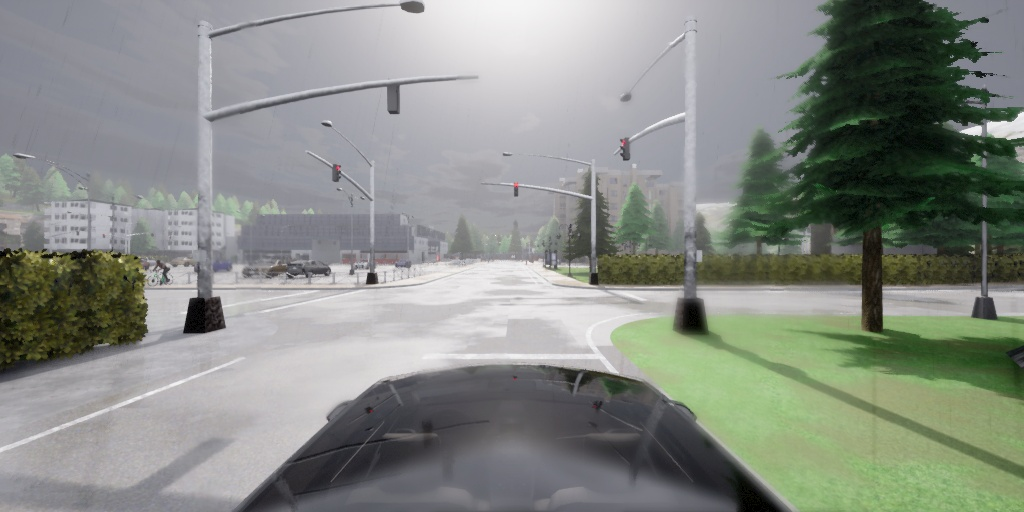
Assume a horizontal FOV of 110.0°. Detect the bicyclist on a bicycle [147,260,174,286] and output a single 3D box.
[{"bbox_3d":[-21.761,1.051,22.213,0.582,1.620,1.656,0,0,1],"label":"bicyclist on a bicycle"}]
